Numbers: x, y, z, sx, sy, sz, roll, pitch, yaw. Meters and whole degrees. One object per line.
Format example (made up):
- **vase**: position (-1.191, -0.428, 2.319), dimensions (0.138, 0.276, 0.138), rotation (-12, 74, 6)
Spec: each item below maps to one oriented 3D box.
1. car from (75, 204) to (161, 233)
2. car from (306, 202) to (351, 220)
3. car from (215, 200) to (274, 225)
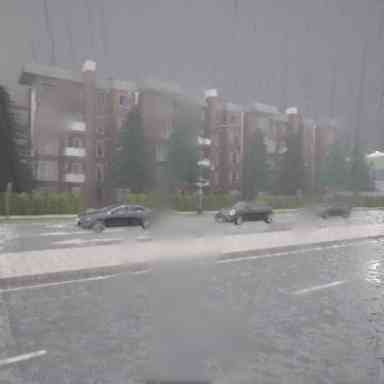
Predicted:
- **car**: position (-4.169, 1.439, 19.220), dimensions (4.902, 1.511, 2.128), rotation (1, 0, -34)
- **car**: position (12.436, 1.696, 30.304), dimensions (4.902, 1.511, 2.128), rotation (1, 0, -34)
- **car**: position (3.890, 1.425, 24.601), dimensions (4.553, 1.767, 2.097), rotation (1, 0, -34)
